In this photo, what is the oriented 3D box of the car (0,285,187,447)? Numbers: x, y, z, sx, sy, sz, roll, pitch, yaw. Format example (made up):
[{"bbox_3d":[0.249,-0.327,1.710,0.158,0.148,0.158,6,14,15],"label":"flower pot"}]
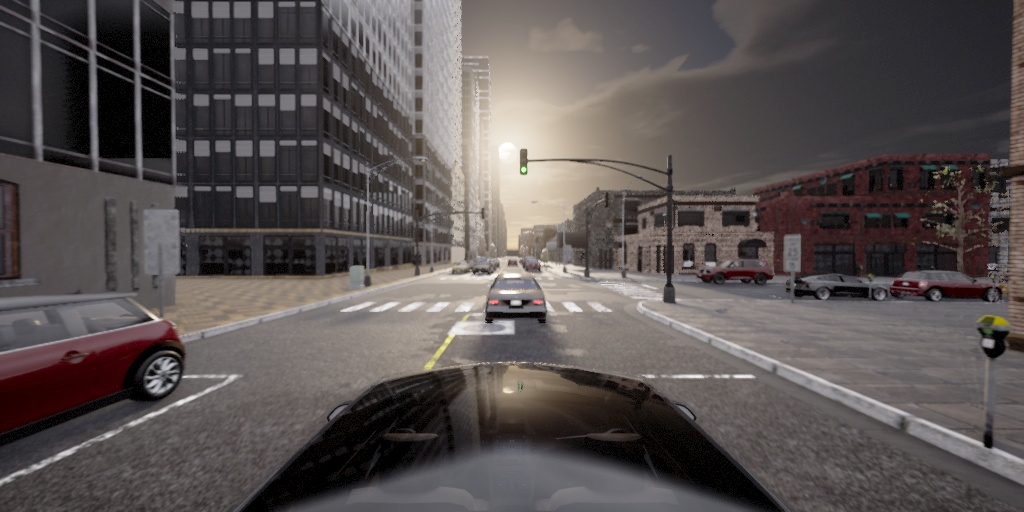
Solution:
[{"bbox_3d":[-5.692,1.187,3.433,1.967,1.591,4.097,0,0,0],"label":"car"}]

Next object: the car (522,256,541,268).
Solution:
[{"bbox_3d":[2.716,1.137,46.964,1.967,1.591,4.097,0,0,0],"label":"car"}]

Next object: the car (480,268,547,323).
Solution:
[{"bbox_3d":[0.106,1.285,12.015,2.033,1.411,5.357,0,0,0],"label":"car"}]

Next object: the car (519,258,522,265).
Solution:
[{"bbox_3d":[2.723,1.000,58.253,2.192,1.841,5.009,0,0,0],"label":"car"}]

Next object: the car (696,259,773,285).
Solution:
[{"bbox_3d":[16.532,1.143,26.673,5.009,1.841,2.192,0,0,1],"label":"car"}]

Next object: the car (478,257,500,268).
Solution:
[{"bbox_3d":[-3.067,1.186,48.908,2.128,1.511,4.902,0,0,0],"label":"car"}]

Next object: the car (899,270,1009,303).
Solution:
[{"bbox_3d":[21.968,1.461,18.220,4.097,1.591,1.967,0,0,1],"label":"car"}]

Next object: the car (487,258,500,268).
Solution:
[{"bbox_3d":[-3.027,1.161,59.329,1.882,1.535,5.008,0,0,1],"label":"car"}]

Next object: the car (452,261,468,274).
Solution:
[{"bbox_3d":[-5.806,1.228,41.211,1.751,1.417,4.829,0,0,0],"label":"car"}]

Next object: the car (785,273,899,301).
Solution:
[{"bbox_3d":[16.420,1.533,18.295,4.313,1.339,1.948,0,0,1],"label":"car"}]

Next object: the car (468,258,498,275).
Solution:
[{"bbox_3d":[-3.054,1.253,39.014,2.033,1.411,5.357,0,0,4],"label":"car"}]
